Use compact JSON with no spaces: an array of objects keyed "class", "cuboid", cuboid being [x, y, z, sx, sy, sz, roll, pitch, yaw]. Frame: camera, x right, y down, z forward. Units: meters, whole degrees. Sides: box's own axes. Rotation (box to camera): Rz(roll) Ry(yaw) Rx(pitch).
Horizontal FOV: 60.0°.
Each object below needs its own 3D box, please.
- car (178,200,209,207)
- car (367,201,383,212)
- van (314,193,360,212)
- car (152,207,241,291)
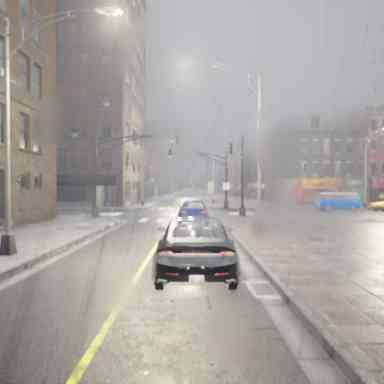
[{"class":"car","cuboid":[0.083,1.262,21.191,1.812,1.442,4.674,0,1,0]},{"class":"car","cuboid":[19.136,1.127,31.363,4.829,1.417,1.752,0,1,0]},{"class":"van","cuboid":[13.694,0.947,31.362,3.998,1.788,1.690,0,1,0]},{"class":"car","cuboid":[0.087,1.382,8.687,2.128,1.511,4.902,0,1,0]}]
